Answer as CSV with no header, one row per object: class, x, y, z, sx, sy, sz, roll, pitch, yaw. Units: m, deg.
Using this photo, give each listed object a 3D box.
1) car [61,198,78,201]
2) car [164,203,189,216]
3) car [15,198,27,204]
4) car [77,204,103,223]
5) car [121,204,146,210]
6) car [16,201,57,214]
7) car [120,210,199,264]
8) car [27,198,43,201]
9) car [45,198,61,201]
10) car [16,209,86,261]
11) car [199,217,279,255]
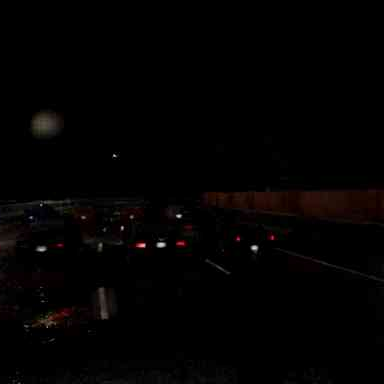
car,-23.684,1.915,66.025,1.994,1.385,4.181,0,0,4
car,-1.333,1.679,27.696,1.812,1.442,4.674,0,0,-9
car,-34.082,1.922,67.716,1.994,1.385,4.181,0,0,4
car,-8.223,1.671,26.446,1.812,1.442,4.674,0,0,-9
car,-4.777,1.675,27.073,1.812,1.442,4.674,0,0,-9
car,-11.663,1.667,25.809,1.812,1.442,4.674,0,0,-9
car,-1.542,1.616,12.197,2.033,1.411,5.357,0,0,-15
car,-30.612,1.891,67.152,1.812,1.442,4.674,0,0,4
car,-27.153,1.890,66.589,2.128,1.511,4.902,0,0,4
car,-5.234,1.595,12.586,1.812,1.442,4.674,0,0,-14
car,1.653,1.679,13.857,1.895,1.301,4.718,0,0,-14
